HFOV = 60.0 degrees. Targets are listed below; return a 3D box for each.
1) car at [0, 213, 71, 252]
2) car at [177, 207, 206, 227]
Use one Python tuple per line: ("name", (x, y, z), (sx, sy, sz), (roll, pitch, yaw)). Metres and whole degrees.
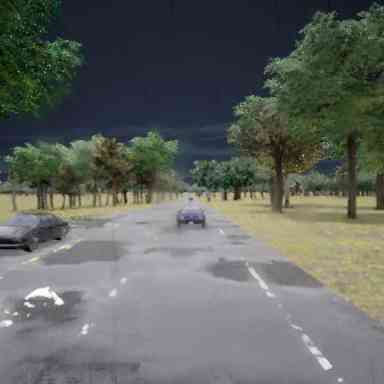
("car", (-7.013, 1.622, 14.464), (2.033, 1.411, 5.357), (0, 0, 0))
("car", (-0.067, 1.685, 23.399), (1.895, 1.301, 4.718), (0, 0, 0))
